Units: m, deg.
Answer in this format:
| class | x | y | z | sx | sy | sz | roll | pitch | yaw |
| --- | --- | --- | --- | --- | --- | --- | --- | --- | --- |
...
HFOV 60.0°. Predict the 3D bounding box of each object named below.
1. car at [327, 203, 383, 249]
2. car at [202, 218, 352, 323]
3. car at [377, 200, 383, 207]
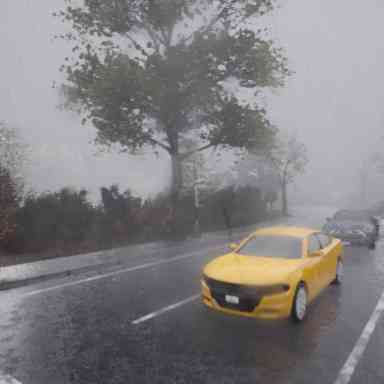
| class | x | y | z | sx | sy | sz | roll | pitch | yaw |
| --- | --- | --- | --- | --- | --- | --- | --- | --- | --- |
| car | 7.655 | 1.585 | 15.874 | 2.097 | 1.767 | 4.553 | -2 | -2 | 32 |
| car | 2.140 | 1.593 | 7.763 | 1.882 | 1.535 | 5.008 | -2 | -1 | 36 |
| car | 24.506 | 2.034 | 42.100 | 2.150 | 2.045 | 5.566 | -1 | -1 | 19 |
